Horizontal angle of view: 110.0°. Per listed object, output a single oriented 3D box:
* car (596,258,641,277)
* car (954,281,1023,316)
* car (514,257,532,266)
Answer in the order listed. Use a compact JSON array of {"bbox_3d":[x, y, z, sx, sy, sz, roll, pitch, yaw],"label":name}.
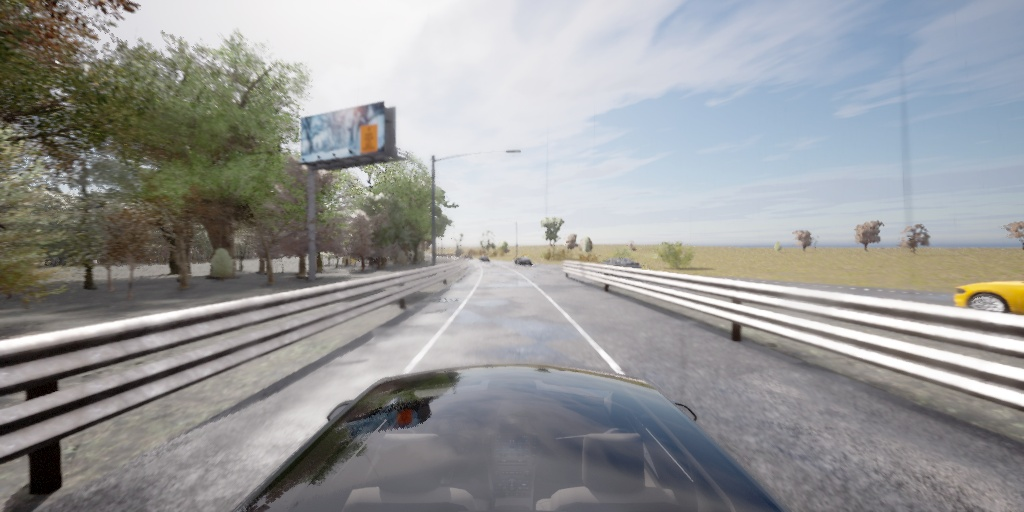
[{"bbox_3d":[8.735,0.903,29.825,2.128,1.511,4.902,-1,0,-15],"label":"car"},{"bbox_3d":[14.436,0.979,8.591,1.882,1.535,5.008,-1,0,-15],"label":"car"},{"bbox_3d":[1.721,0.822,55.959,1.812,1.442,4.674,-1,0,-15],"label":"car"}]
